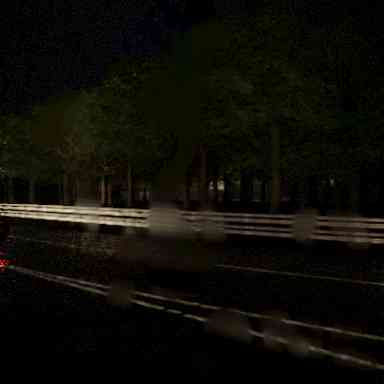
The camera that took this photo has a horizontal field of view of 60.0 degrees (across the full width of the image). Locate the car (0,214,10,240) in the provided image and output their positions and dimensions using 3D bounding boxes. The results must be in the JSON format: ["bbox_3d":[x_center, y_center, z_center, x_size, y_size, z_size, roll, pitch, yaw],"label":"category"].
[{"bbox_3d":[-10.487,1.513,15.673,4.892,1.490,1.837,0,0,35],"label":"car"}]
